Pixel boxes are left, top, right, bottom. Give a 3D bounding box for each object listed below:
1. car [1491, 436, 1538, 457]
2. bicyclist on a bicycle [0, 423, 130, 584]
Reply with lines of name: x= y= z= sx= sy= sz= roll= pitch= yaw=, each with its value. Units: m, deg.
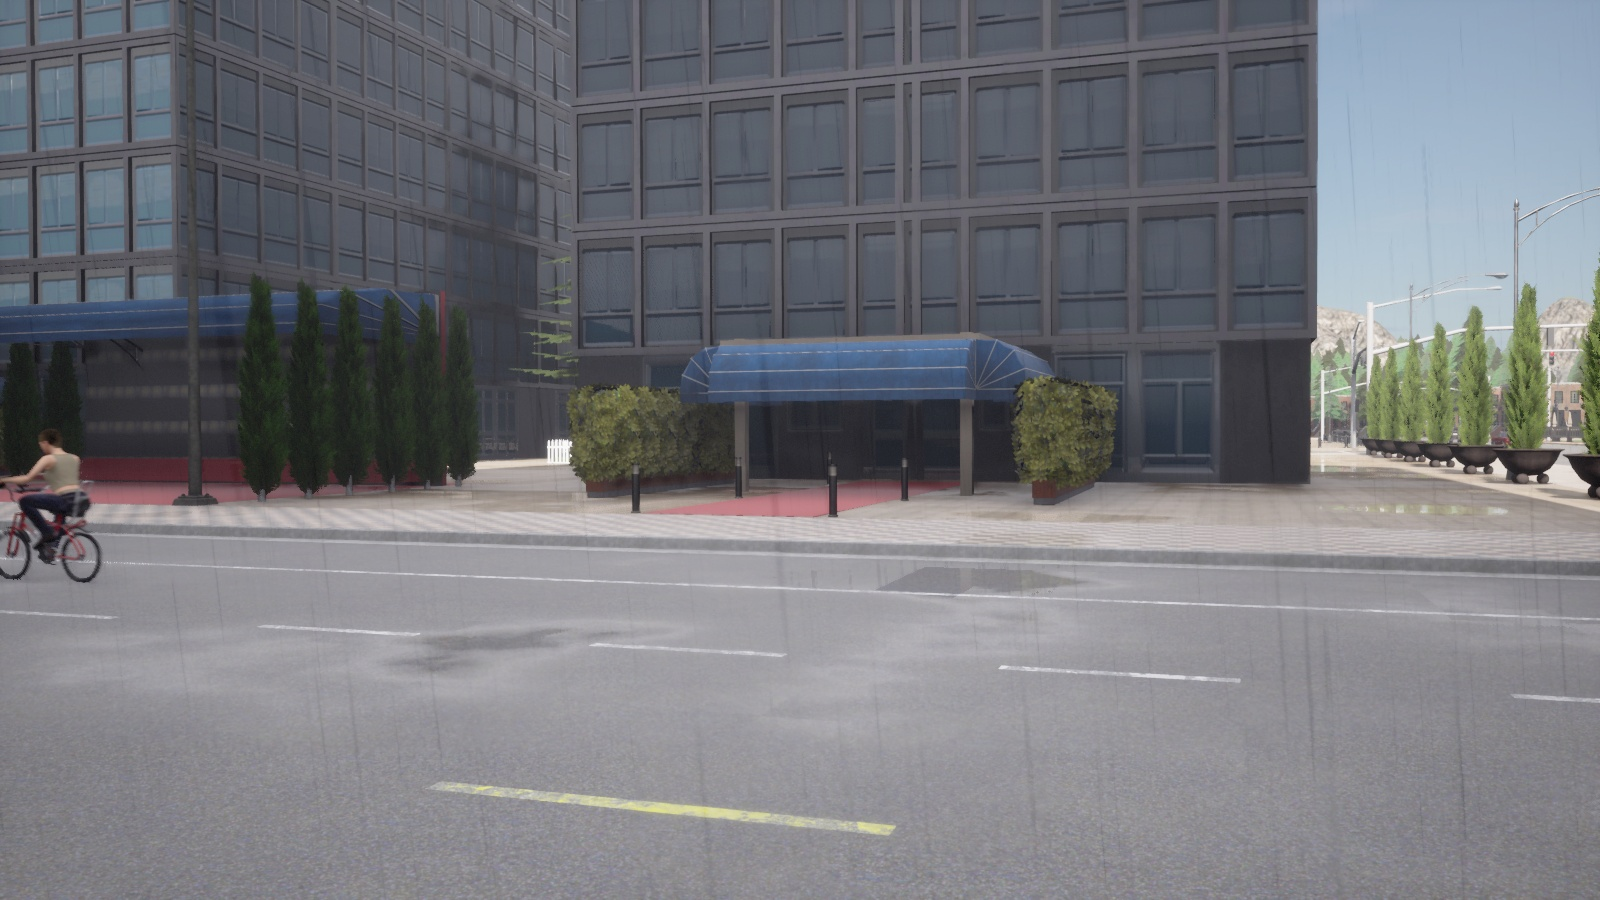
car: x=47.777 y=-0.239 z=84.036 sx=1.895 sy=1.301 sz=4.718 roll=1 pitch=1 yaw=19
bicyclist on a bicycle: x=-7.997 y=0.522 z=13.208 sx=1.509 sy=1.612 sz=0.866 roll=1 pitch=1 yaw=18
